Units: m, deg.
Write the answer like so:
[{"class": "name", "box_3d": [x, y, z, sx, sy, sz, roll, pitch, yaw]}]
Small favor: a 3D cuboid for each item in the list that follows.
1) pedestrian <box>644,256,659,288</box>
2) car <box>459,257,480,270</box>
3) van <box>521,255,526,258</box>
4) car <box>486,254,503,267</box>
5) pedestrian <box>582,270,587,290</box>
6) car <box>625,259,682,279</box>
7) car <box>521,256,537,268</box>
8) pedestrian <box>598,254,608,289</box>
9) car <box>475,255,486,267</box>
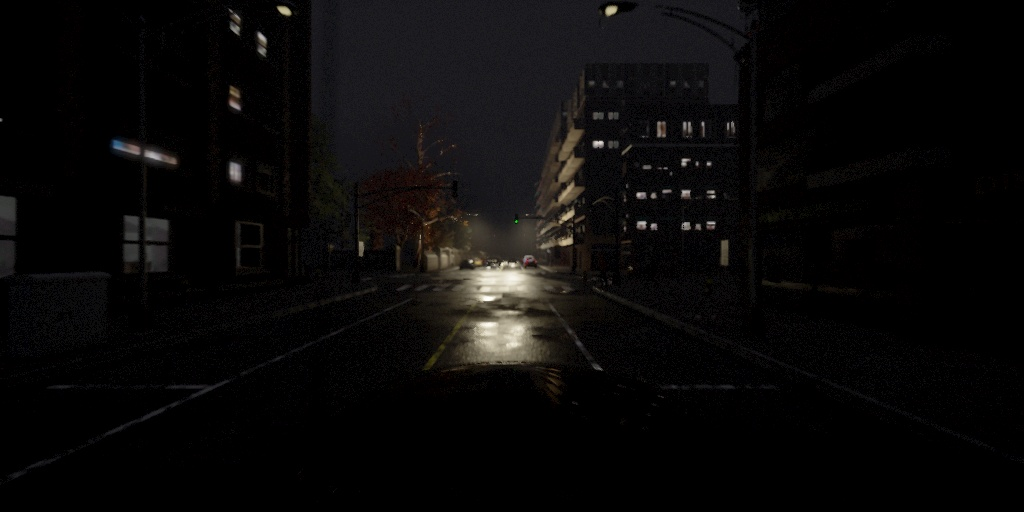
[{"class": "pedestrian", "box_3d": [7.568, 0.831, 19.477, 0.375, 1.860, 0.375, 0, 0, 0]}, {"class": "car", "box_3d": [-5.681, 1.099, 46.413, 1.948, 1.339, 4.313, 0, 0, 0]}, {"class": "van", "box_3d": [2.701, 0.827, 57.671, 1.690, 1.789, 3.998, 0, 0, 0]}, {"class": "car", "box_3d": [-3.019, 0.699, 59.801, 2.150, 2.045, 5.566, 0, 0, 1]}, {"class": "pedestrian", "box_3d": [4.144, 1.328, 20.079, 0.500, 1.100, 0.500, 0, 0, 0]}, {"class": "car", "box_3d": [13.455, 1.186, 34.069, 5.009, 1.841, 2.192, 0, 0, -1]}, {"class": "car", "box_3d": [2.700, 1.054, 52.041, 1.888, 1.381, 4.507, 0, 0, 0]}, {"class": "pedestrian", "box_3d": [4.791, 0.801, 18.877, 0.375, 1.860, 0.375, 0, 0, 0]}, {"class": "car", "box_3d": [-5.679, 1.011, 57.504, 1.751, 1.417, 4.829, 0, 0, 0]}]
